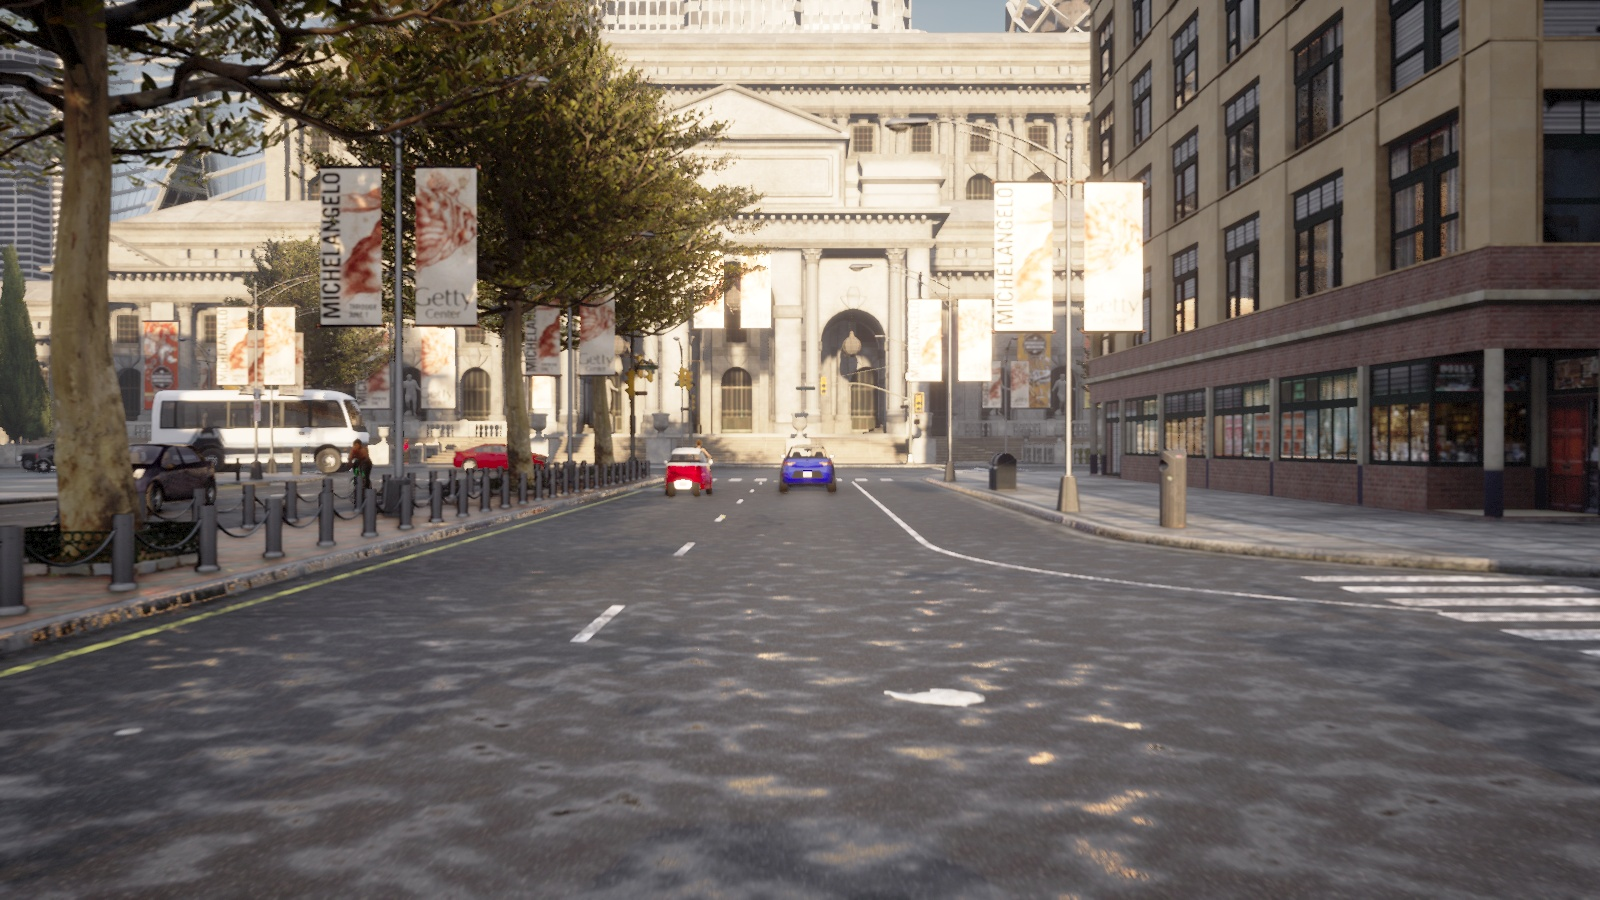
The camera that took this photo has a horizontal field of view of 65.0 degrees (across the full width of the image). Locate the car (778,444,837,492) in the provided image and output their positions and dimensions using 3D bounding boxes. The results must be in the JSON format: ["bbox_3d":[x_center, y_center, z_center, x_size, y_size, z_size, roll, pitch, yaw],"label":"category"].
[{"bbox_3d":[0.244,0.558,40.605,1.816,1.474,4.193,0,0,0],"label":"car"}]

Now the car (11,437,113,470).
[{"bbox_3d":[-41.479,0.178,70.607,4.605,1.855,1.932,0,0,0],"label":"car"}]

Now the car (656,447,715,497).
[{"bbox_3d":[-3.280,0.618,36.297,1.481,1.376,2.207,0,1,0],"label":"car"}]

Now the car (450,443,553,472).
[{"bbox_3d":[-15.843,0.379,66.871,5.008,1.535,1.882,0,0,1],"label":"car"}]

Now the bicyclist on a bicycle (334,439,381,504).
[{"bbox_3d":[-11.304,0.530,32.120,0.582,1.620,1.656,0,1,0],"label":"bicyclist on a bicycle"}]

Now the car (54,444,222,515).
[{"bbox_3d":[-14.826,0.607,28.351,1.845,1.501,3.633,0,0,0],"label":"car"}]

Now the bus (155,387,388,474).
[{"bbox_3d":[-26.763,-0.972,64.169,10.273,4.253,3.944,-1,0,-6],"label":"bus"}]

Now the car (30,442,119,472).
[{"bbox_3d":[-38.726,0.360,67.091,3.705,1.549,1.789,0,0,0],"label":"car"}]
